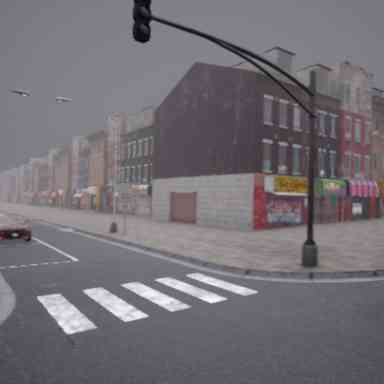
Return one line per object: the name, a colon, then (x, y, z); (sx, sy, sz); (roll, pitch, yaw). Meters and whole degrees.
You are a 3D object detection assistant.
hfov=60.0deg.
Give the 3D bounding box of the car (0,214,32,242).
car: (-9.739, 1.832, 17.658); (1.887, 1.381, 4.507); (1, -1, -36)
